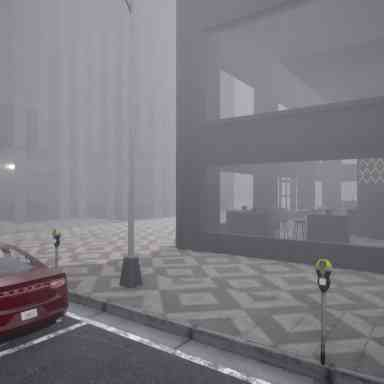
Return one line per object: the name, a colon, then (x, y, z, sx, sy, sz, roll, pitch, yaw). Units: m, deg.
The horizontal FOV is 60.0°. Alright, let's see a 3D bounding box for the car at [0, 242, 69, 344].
car: (-4.044, 1.544, 5.867, 4.507, 1.381, 1.887, 0, 0, 36)
